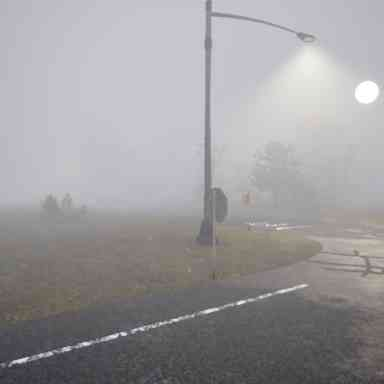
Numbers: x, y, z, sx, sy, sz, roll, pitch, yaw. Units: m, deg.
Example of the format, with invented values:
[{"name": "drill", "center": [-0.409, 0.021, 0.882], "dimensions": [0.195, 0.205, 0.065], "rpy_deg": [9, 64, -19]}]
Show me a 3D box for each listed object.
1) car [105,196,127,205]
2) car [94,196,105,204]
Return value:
[{"name": "car", "center": [-12.237, 1.426, 54.584], "dimensions": [1.812, 1.442, 4.674], "rpy_deg": [0, 0, -33]}, {"name": "car", "center": [-16.525, 1.412, 60.868], "dimensions": [1.812, 1.442, 4.674], "rpy_deg": [0, 0, -34]}]
